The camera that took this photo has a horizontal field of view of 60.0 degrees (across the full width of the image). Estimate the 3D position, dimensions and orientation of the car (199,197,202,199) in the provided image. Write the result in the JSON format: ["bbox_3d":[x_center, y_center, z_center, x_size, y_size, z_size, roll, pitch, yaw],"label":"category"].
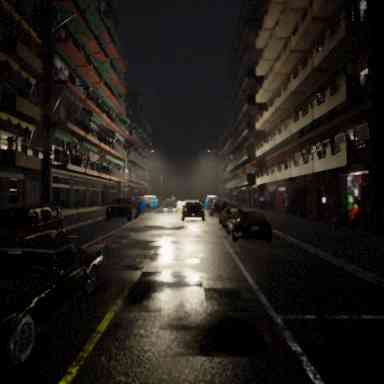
[{"bbox_3d":[0.099,1.668,46.009,1.895,1.301,4.718,0,0,0],"label":"car"}]

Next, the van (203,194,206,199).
[{"bbox_3d":[2.707,1.407,44.726,1.690,1.788,3.998,1,0,0],"label":"van"}]

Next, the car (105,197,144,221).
[{"bbox_3d":[-5.672,1.355,27.611,2.192,1.841,5.009,1,0,0],"label":"car"}]

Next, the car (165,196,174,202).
[{"bbox_3d":[-5.646,1.681,84.457,1.887,1.381,4.507,1,0,0],"label":"car"}]

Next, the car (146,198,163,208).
[{"bbox_3d":[-5.667,1.625,50.350,2.008,1.369,4.403,1,0,0],"label":"car"}]

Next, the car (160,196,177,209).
[{"bbox_3d":[-3.088,1.618,48.063,2.033,1.411,5.357,0,0,0],"label":"car"}]

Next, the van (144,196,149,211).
[{"bbox_3d":[-5.672,1.389,33.295,1.690,1.788,3.998,1,0,0],"label":"van"}]

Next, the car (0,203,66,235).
[{"bbox_3d":[-5.671,1.330,10.558,2.192,1.841,5.009,1,0,0],"label":"car"}]

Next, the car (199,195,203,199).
[{"bbox_3d":[2.702,1.676,61.779,1.802,1.307,4.206,1,0,0],"label":"car"}]

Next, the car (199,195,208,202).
[{"bbox_3d":[2.703,1.566,78.834,1.967,1.590,4.097,1,0,0],"label":"car"}]

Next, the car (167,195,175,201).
[{"bbox_3d":[-5.645,1.672,89.971,1.752,1.417,4.829,1,0,0],"label":"car"}]

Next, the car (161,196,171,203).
[{"bbox_3d":[-5.646,1.681,73.088,1.947,1.339,4.313,1,0,0],"label":"car"}]

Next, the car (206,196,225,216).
[{"bbox_3d":[2.706,1.488,33.356,1.967,1.590,4.097,1,0,0],"label":"car"}]

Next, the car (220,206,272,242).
[{"bbox_3d":[2.704,1.589,16.302,1.947,1.339,4.313,1,0,0],"label":"car"}]

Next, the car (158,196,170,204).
[{"bbox_3d":[-5.643,1.545,67.404,1.967,1.590,4.097,1,0,0],"label":"car"}]

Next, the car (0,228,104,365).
[{"bbox_3d":[-3.100,1.609,5.945,1.895,1.301,4.718,0,0,0],"label":"car"}]

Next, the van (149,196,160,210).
[{"bbox_3d":[-5.679,1.407,44.666,1.690,1.788,3.998,1,0,0],"label":"van"}]

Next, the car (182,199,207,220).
[{"bbox_3d":[0.099,1.566,28.210,1.812,1.442,4.674,0,0,0],"label":"car"}]

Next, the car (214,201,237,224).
[{"bbox_3d":[2.704,1.557,22.157,1.752,1.417,4.829,1,0,0],"label":"car"}]

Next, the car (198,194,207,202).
[{"bbox_3d":[2.706,1.451,84.518,2.192,1.841,5.009,1,0,0],"label":"car"}]
